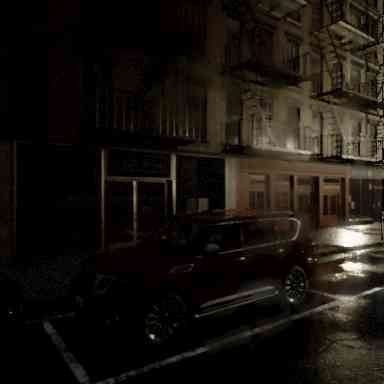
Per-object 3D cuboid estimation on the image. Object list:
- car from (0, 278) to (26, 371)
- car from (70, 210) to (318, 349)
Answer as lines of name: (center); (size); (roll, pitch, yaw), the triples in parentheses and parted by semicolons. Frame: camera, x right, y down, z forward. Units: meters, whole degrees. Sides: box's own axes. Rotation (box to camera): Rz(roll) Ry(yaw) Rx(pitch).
car: (-4.043, 1.566, 3.314); (4.313, 1.339, 1.947); (0, 0, -36)
car: (0.357, 1.316, 6.455); (5.009, 1.841, 2.192); (0, 0, -36)
